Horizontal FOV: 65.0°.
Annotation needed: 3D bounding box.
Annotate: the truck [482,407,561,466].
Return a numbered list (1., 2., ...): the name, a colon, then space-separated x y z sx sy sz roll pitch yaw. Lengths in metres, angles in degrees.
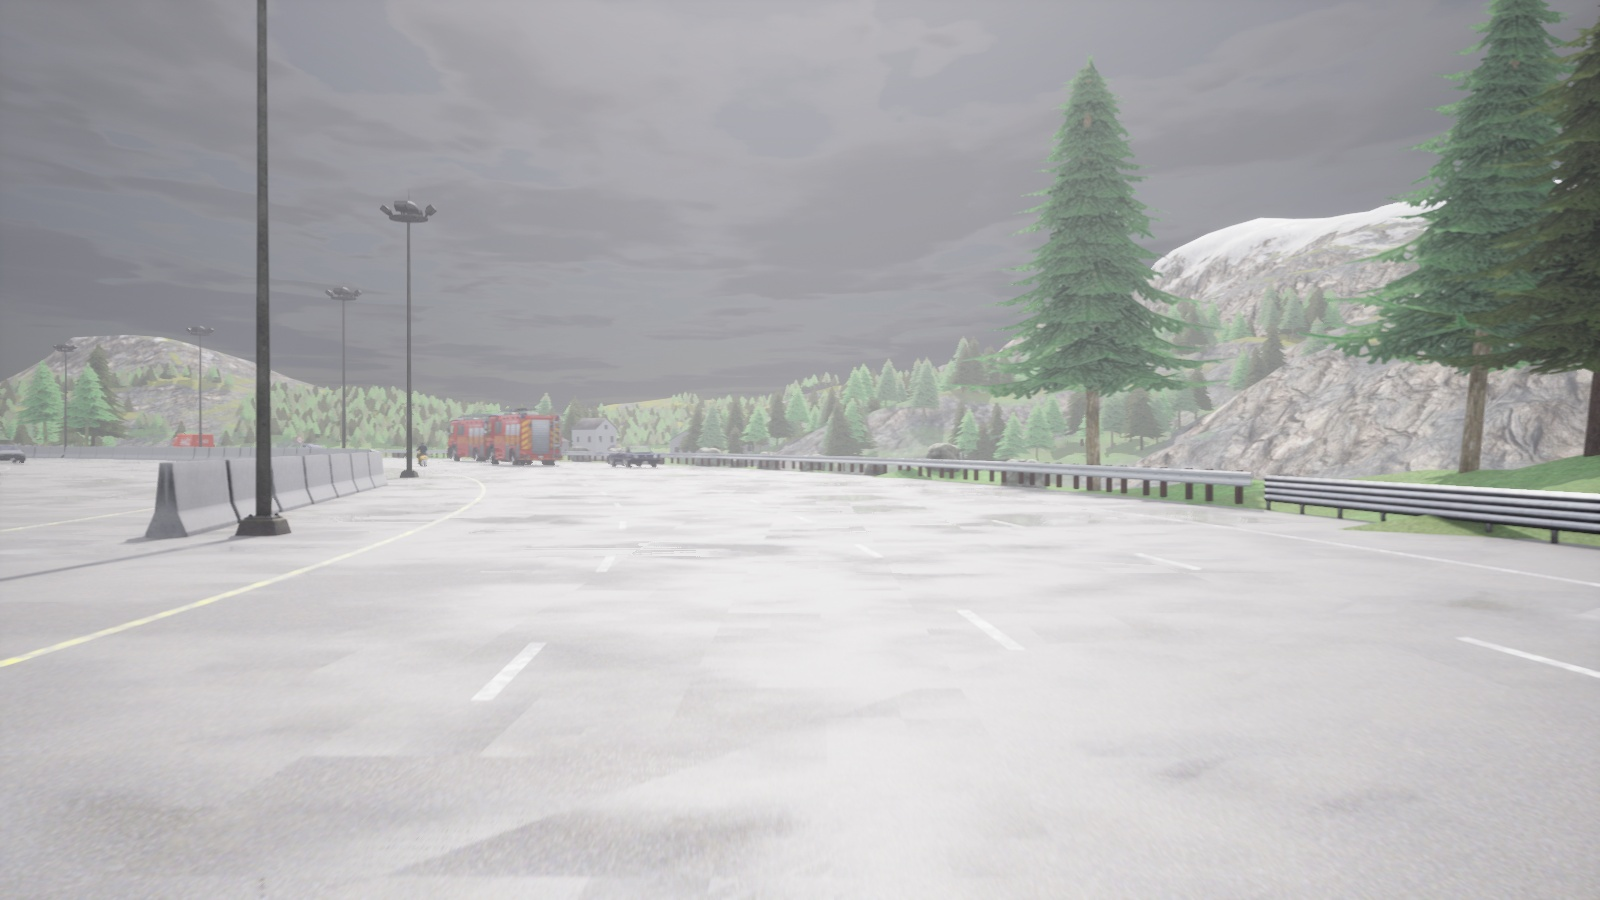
1. truck: -19.145 -0.914 85.921 2.891 3.827 8.468 0 0 -29

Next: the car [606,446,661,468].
1. car: -10.152 0.411 76.278 1.895 1.301 4.718 0 0 -26
